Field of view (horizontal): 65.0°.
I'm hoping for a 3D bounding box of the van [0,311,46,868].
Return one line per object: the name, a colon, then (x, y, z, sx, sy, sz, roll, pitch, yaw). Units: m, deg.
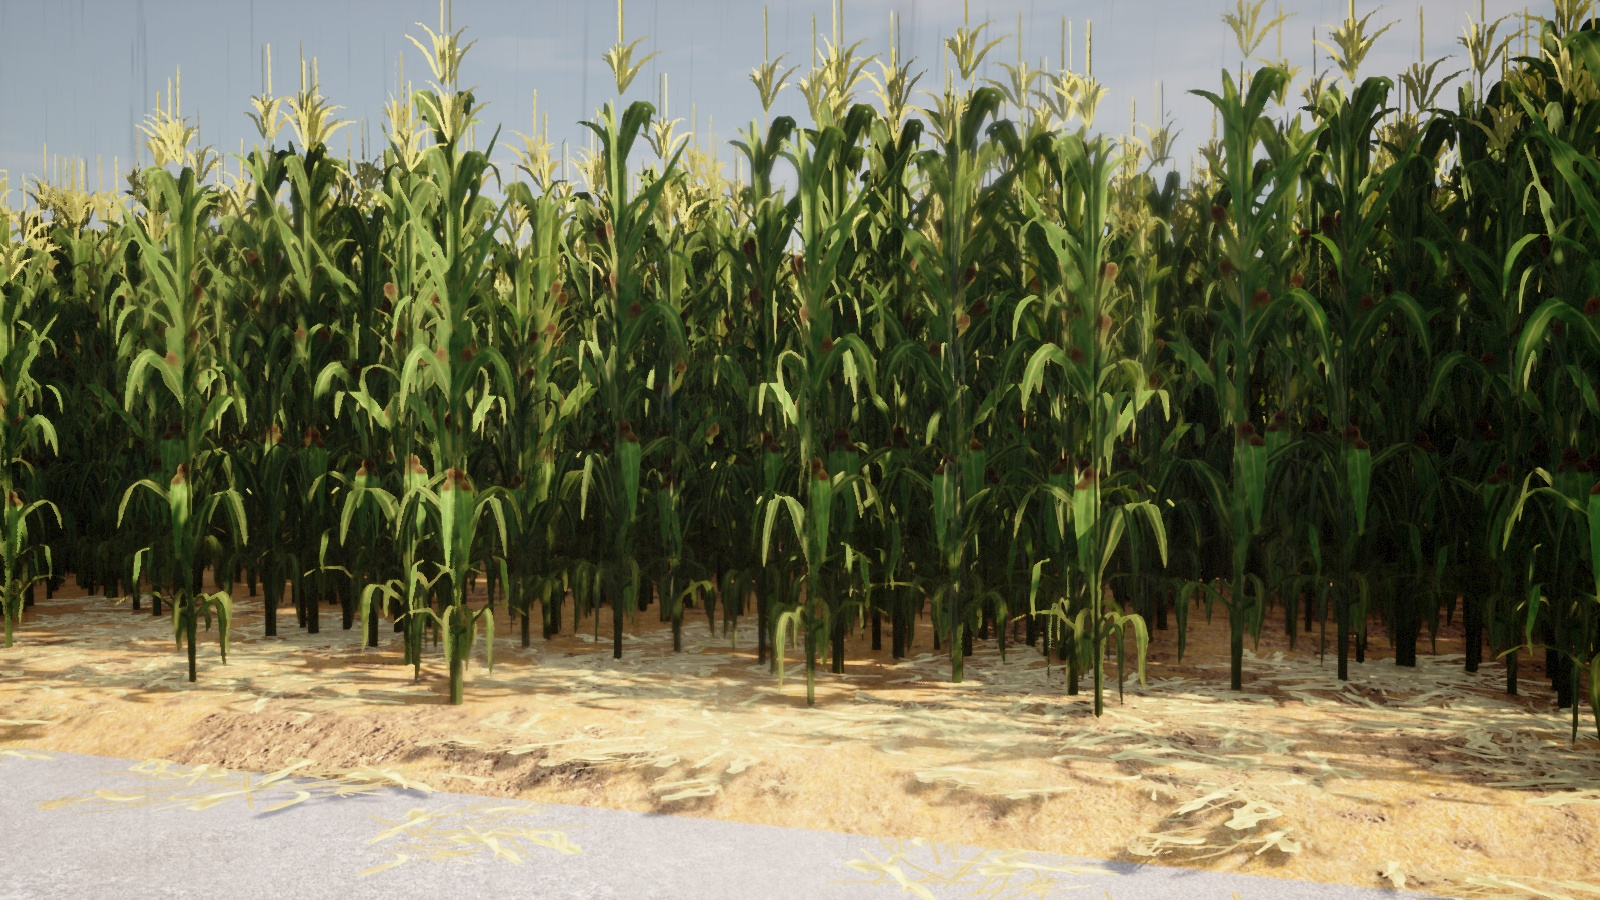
van: (-5.180, 0.482, 4.511, 4.442, 1.987, 1.775, 1, 1, 19)
